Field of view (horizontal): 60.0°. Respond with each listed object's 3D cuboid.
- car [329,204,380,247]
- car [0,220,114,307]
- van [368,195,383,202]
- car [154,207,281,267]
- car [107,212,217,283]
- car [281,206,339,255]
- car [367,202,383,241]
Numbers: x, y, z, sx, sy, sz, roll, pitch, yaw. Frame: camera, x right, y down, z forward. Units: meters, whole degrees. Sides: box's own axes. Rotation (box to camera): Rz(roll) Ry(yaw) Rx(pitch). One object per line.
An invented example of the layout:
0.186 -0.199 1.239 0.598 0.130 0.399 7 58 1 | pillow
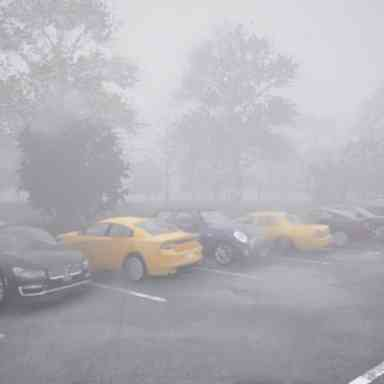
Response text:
5.269 1.440 14.802 5.008 1.535 2.097 -1 0 35 | car
-4.488 1.487 8.022 4.892 1.521 2.231 -1 -1 34 | car
12.547 1.177 19.872 4.442 1.987 1.878 -1 0 36 | van
0.356 1.342 11.453 4.553 1.767 2.185 -1 -1 35 | car
-2.054 1.479 9.723 5.008 1.535 2.097 -1 0 35 | car
2.666 1.453 13.231 5.366 1.575 1.946 -1 0 35 | car
7.720 1.427 16.494 5.008 1.535 2.097 -1 -1 36 | car
